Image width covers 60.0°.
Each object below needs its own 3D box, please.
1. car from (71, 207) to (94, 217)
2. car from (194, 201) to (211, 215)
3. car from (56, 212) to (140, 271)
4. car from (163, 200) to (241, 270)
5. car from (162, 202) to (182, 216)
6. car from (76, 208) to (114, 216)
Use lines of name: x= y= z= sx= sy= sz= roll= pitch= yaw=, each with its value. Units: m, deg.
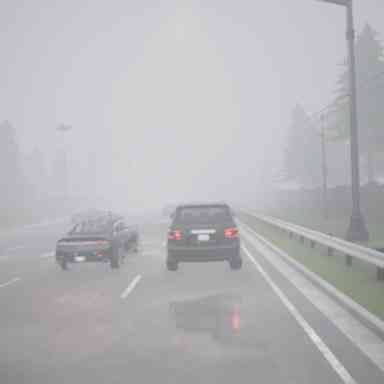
car: x=-9.567 y=2.092 z=30.424 sx=1.812 sy=1.442 sz=4.674 roll=-2 pitch=0 yaw=2
car: x=1.190 y=1.833 z=39.225 sx=1.812 sy=1.442 sz=4.674 roll=-2 pitch=0 yaw=2
car: x=-3.096 y=1.693 z=11.816 sx=2.128 sy=1.511 sz=4.902 roll=-2 pitch=0 yaw=2
car: x=0.386 y=1.313 z=11.557 sx=2.150 sy=2.045 sz=5.566 roll=-2 pitch=0 yaw=2
car: x=-2.310 y=1.982 z=39.264 sx=1.994 sy=1.385 sz=4.181 roll=-2 pitch=0 yaw=2
car: x=-6.251 y=2.006 z=23.764 sx=1.895 sy=1.301 sz=4.718 roll=-2 pitch=0 yaw=2
